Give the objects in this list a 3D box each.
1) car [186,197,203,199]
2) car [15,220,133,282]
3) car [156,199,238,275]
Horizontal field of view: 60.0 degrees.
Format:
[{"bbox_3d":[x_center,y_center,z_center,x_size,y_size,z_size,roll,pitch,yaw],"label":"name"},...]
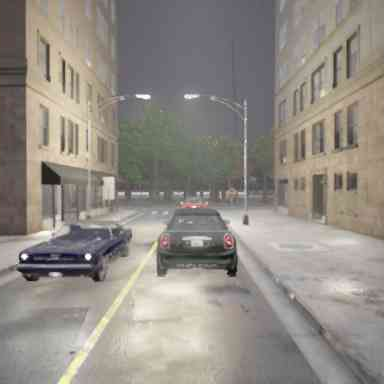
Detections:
[{"bbox_3d":[0.176,1.159,25.300,2.097,1.767,4.553,0,1,0],"label":"car"},{"bbox_3d":[-3.049,1.526,9.654,1.895,1.301,4.718,0,0,0],"label":"car"},{"bbox_3d":[0.135,1.272,10.307,2.097,1.767,4.553,0,0,0],"label":"car"}]
